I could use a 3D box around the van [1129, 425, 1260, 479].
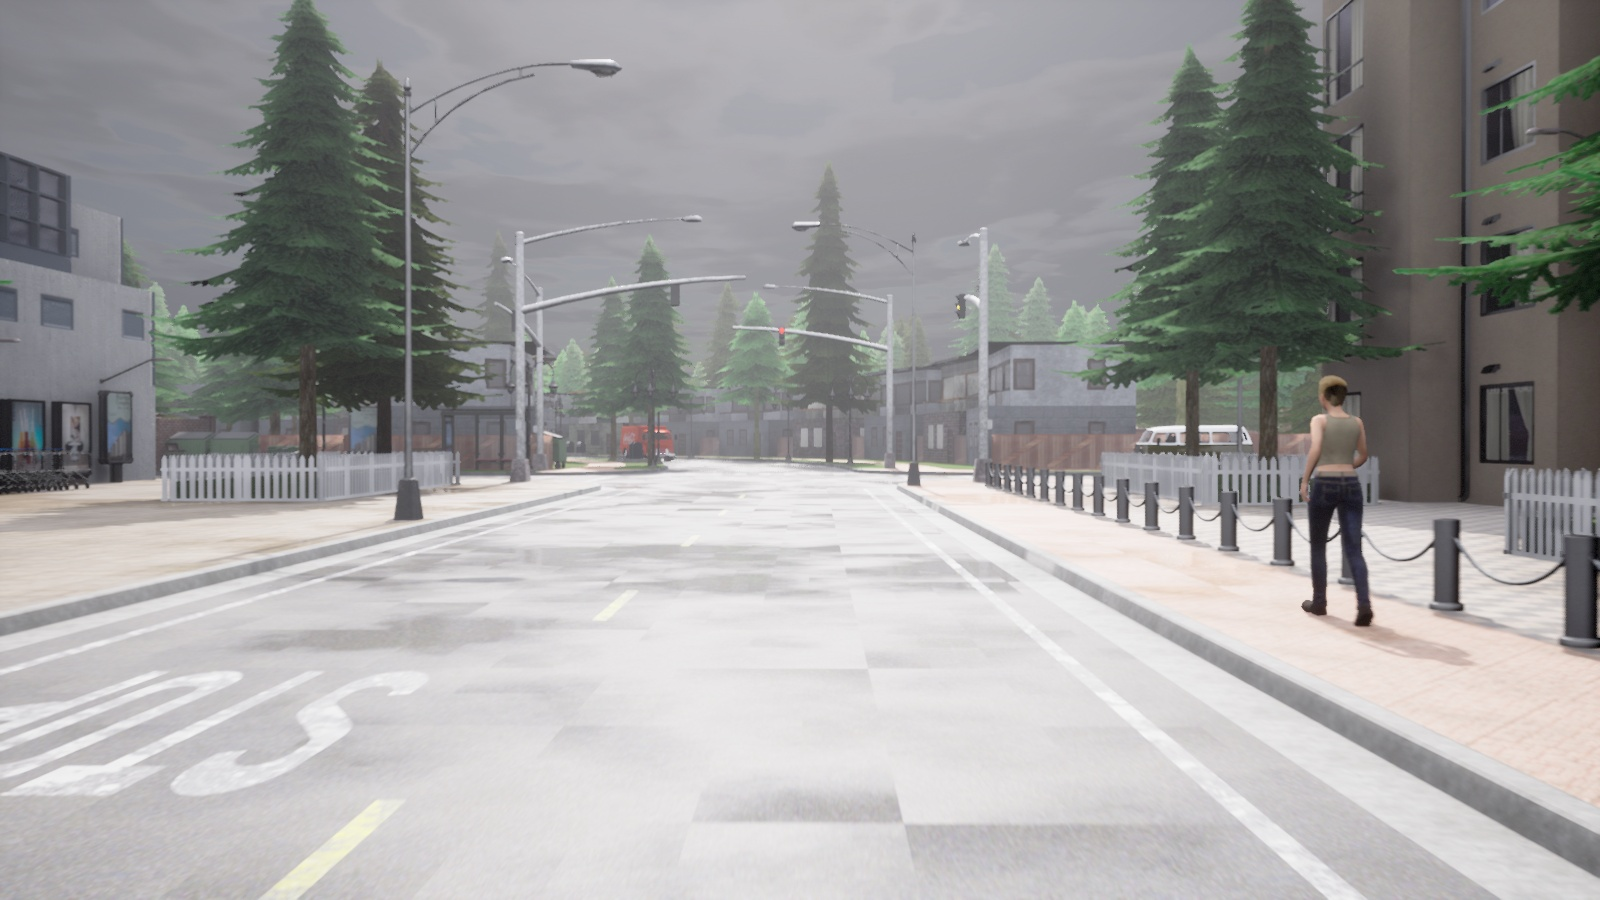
[{"bbox_3d":[15.303,0.066,48.883,4.480,2.038,2.069,0,0,2],"label":"van"}]

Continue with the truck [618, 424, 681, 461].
[{"bbox_3d":[-10.422,-0.495,86.516,2.627,2.467,5.204,0,0,-28],"label":"truck"}]

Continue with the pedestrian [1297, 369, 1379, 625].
[{"bbox_3d":[3.973,0.337,9.295,0.345,1.836,0.594,0,0,1],"label":"pedestrian"}]
